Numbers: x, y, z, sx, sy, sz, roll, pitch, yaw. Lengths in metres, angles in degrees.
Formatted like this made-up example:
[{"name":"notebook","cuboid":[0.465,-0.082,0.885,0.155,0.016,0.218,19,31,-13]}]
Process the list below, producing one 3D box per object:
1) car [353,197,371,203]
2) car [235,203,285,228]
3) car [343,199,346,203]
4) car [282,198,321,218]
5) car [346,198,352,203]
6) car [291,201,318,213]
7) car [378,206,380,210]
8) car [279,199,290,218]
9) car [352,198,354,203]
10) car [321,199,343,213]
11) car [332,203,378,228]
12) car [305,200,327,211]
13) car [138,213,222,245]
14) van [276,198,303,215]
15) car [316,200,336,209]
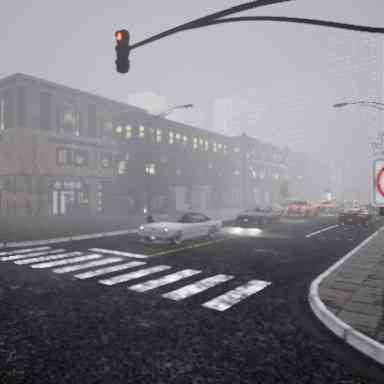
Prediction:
[{"name":"car","cuboid":[24.370,1.785,46.265,2.128,1.511,4.902,0,0,35]},{"name":"car","cuboid":[4.779,1.719,23.907,1.994,1.385,4.181,0,0,36]},{"name":"car","cuboid":[23.713,1.910,55.416,2.008,1.369,4.403,-1,-1,35]},{"name":"car","cuboid":[10.582,1.556,32.174,2.097,1.767,4.553,0,0,35]},{"name":"car","cuboid":[26.888,1.941,59.940,2.008,1.369,4.403,-1,-1,35]},{"name":"car","cuboid":[14.190,1.818,41.847,2.008,1.369,4.403,-1,-1,35]},{"name":"car","cuboid":[24.224,1.700,41.557,1.967,1.590,4.097,-1,-1,35]},{"name":"car","cuboid":[7.743,1.734,32.661,1.752,1.417,4.829,-1,-1,35]},{"name":"car","cuboid":[33.235,1.894,68.986,1.967,1.590,4.097,-1,-1,35]},{"name":"car","cuboid":[16.450,1.734,40.476,1.882,1.535,5.008,0,0,36]},{"name":"car","cuboid":[11.570,1.690,23.435,1.887,1.381,4.507,-1,-1,35]},{"name":"car","cuboid":[17.266,1.821,46.231,1.752,1.417,4.829,-1,-1,35]},{"name":"car","cuboid":[-0.469,1.714,16.445,1.895,1.301,4.718,0,0,35]},{"name":"van","cuboid":[11.014,1.579,37.325,1.690,1.788,3.998,-1,-1,35]},{"name":"car","cuboid":[20.539,1.878,50.893,2.008,1.369,4.403,-1,-1,35]}]
